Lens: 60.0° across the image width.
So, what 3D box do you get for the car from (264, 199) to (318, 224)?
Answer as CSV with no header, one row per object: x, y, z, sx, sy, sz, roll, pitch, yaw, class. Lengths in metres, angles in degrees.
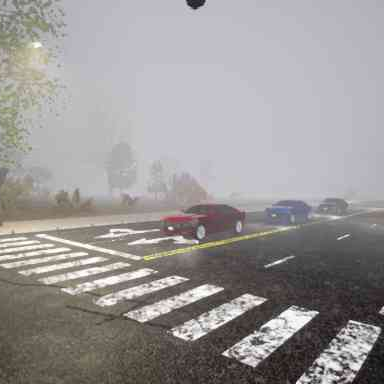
6.836,1.257,23.371,1.882,1.535,5.008,2,1,39,car

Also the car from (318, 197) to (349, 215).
13.442,1.301,31.597,1.837,1.490,4.892,2,1,39,car

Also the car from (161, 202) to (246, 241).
0.685,1.241,15.713,1.882,1.535,5.008,2,1,39,car
